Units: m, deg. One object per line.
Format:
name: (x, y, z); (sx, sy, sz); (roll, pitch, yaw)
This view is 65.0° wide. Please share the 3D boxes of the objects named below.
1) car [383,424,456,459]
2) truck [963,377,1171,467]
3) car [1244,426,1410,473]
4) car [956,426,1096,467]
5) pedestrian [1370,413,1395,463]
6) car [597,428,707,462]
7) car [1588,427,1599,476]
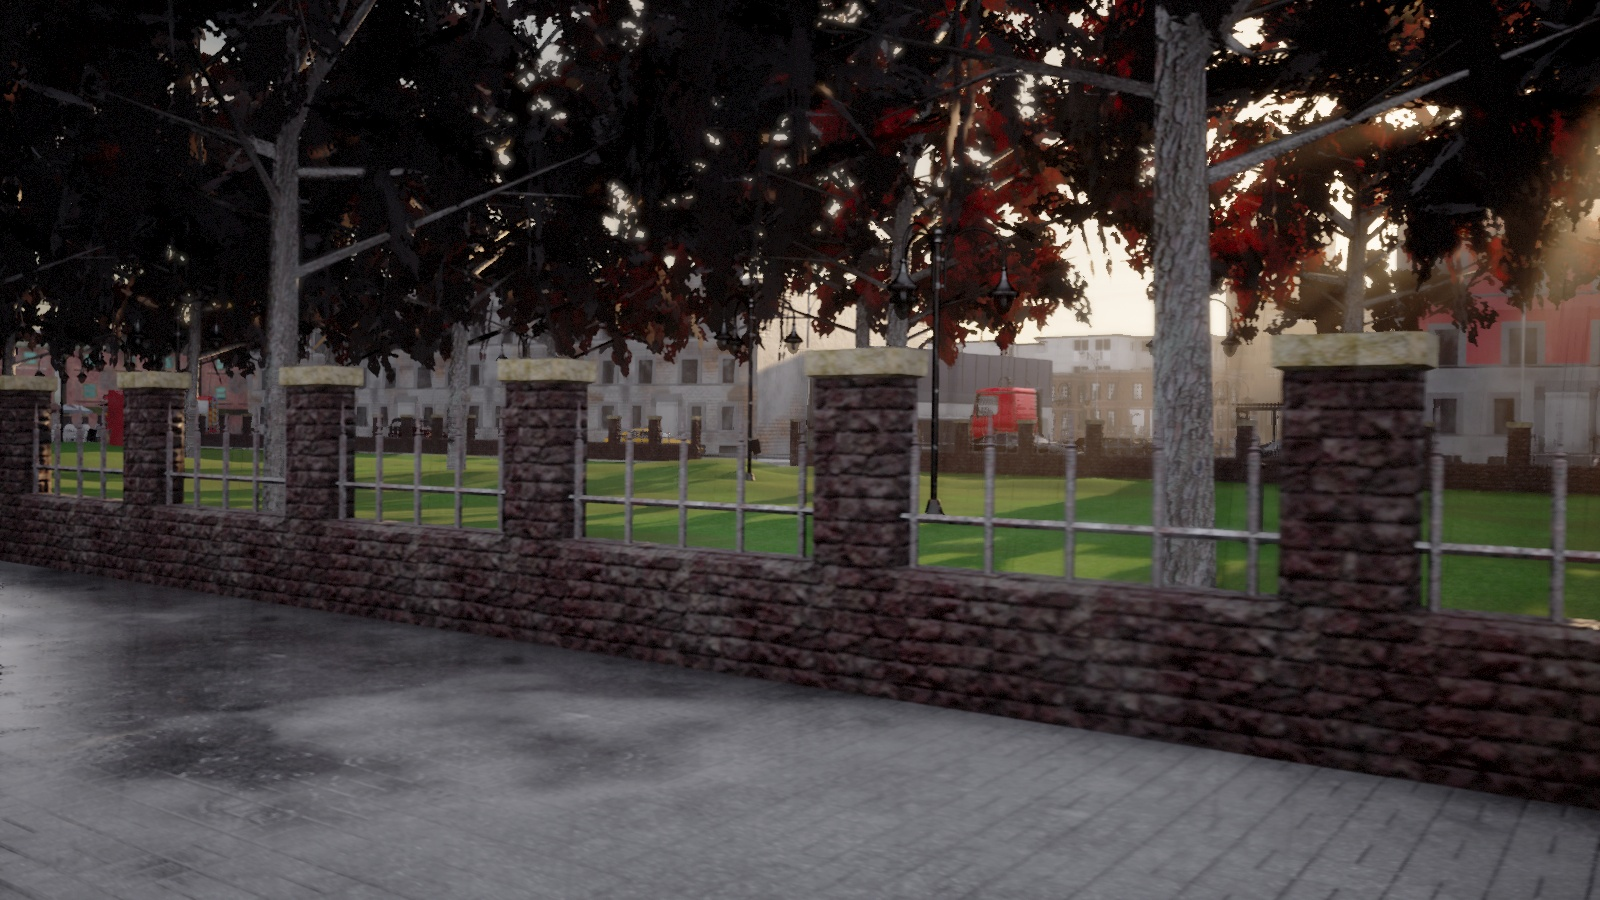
car: (-21.137, -0.484, 69.691); (3.866, 1.878, 1.905); (0, 1, 35)
truck: (10.950, -1.145, 51.950); (7.936, 3.462, 2.891); (1, 1, 35)
car: (17.711, -0.040, 42.302); (4.892, 1.490, 1.837); (0, 1, 35)
car: (8.712, -0.144, 48.654); (4.902, 1.511, 2.128); (0, 1, 35)
pedestrian: (23.002, -0.481, 49.586); (0.423, 1.949, 0.788); (-1, 1, -43)
car: (-7.084, -0.256, 59.801); (5.366, 1.575, 1.801); (0, 1, 35)
car: (25.790, 0.029, 36.614); (4.674, 1.442, 1.812); (0, 1, 36)
